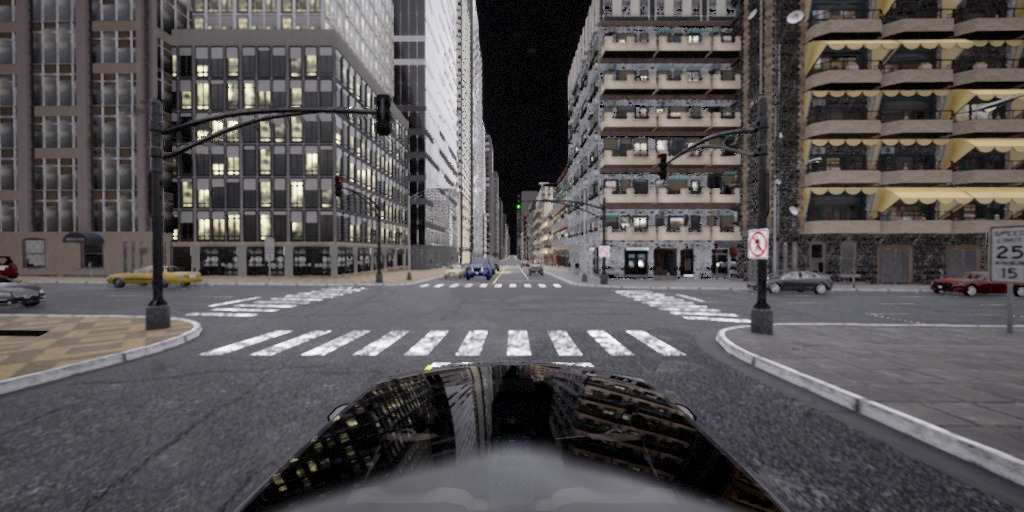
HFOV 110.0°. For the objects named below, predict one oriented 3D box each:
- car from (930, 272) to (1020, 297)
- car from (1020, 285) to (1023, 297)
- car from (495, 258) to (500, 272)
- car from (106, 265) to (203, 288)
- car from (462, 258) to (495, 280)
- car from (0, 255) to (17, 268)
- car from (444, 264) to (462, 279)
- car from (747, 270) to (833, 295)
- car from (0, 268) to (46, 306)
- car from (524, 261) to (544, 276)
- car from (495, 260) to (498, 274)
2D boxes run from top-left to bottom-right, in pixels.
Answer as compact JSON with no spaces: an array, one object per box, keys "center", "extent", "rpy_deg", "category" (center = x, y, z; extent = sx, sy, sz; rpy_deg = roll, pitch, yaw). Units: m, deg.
[{"center":[27.396,1.596,21.030],"extent":[4.507,1.381,1.888],"rpy_deg":[0,0,1],"category":"car"},{"center":[21.728,1.653,12.735],"extent":[4.313,1.339,1.948],"rpy_deg":[0,0,1],"category":"car"},{"center":[-3.027,1.324,54.869],"extent":[2.150,2.045,5.566],"rpy_deg":[0,0,0],"category":"car"},{"center":[-21.644,1.166,21.746],"extent":[4.829,1.417,1.751],"rpy_deg":[0,0,1],"category":"car"},{"center":[-3.062,1.186,34.182],"extent":[2.150,2.045,5.566],"rpy_deg":[0,0,0],"category":"car"},{"center":[-33.590,0.850,21.966],"extent":[5.009,1.841,2.192],"rpy_deg":[0,0,1],"category":"car"},{"center":[-5.651,1.502,35.873],"extent":[1.751,1.417,4.829],"rpy_deg":[0,0,0],"category":"car"},{"center":[16.331,1.511,21.199],"extent":[4.403,1.370,2.007],"rpy_deg":[0,0,1],"category":"car"},{"center":[-20.274,1.284,13.410],"extent":[4.403,1.370,2.007],"rpy_deg":[0,0,1],"category":"car"},{"center":[2.737,1.565,41.687],"extent":[2.007,1.370,4.403],"rpy_deg":[0,0,0],"category":"car"},{"center":[-3.044,1.509,44.312],"extent":[1.882,1.535,5.008],"rpy_deg":[0,0,0],"category":"car"}]
